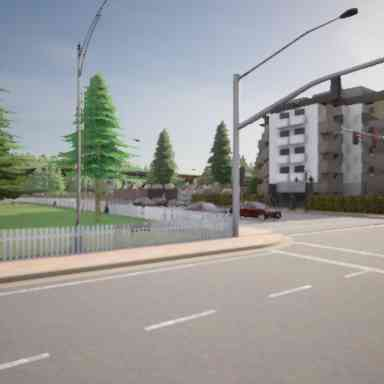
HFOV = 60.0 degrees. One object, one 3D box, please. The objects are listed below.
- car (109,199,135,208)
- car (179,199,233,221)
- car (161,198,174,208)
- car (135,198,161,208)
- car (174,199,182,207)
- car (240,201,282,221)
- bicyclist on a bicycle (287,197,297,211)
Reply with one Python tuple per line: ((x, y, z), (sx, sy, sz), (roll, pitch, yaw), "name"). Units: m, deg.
((-9.831, 1.642, 44.827), (1.994, 1.385, 4.181), (0, 0, -33), "car")
((1.117, 1.601, 28.525), (1.812, 1.442, 4.674), (0, 0, -34), "car")
((-5.200, 1.613, 50.524), (1.837, 1.490, 4.892), (0, 0, -34), "car")
((-6.620, 1.600, 46.320), (1.837, 1.490, 4.892), (0, -1, -34), "car")
((-2.317, 1.725, 52.508), (1.895, 1.301, 4.718), (0, 0, -34), "car")
((5.400, 1.568, 28.404), (1.882, 1.535, 5.008), (0, 0, -34), "car")
((11.666, 1.439, 38.748), (1.656, 1.620, 0.582), (0, 0, -34), "bicyclist on a bicycle")
